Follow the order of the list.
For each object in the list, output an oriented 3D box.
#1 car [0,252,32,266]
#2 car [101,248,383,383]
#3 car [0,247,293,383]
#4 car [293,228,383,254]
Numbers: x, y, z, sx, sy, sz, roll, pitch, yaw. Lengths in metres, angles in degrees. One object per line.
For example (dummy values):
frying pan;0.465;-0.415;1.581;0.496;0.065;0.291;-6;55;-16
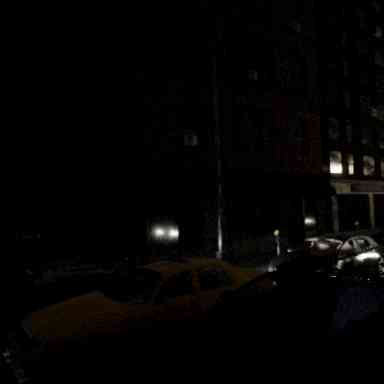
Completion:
car;-3.762;1.934;6.795;4.718;1.301;1.895;1;0;-22
car;1.332;1.721;4.032;4.181;1.385;1.994;0;-3;-39
car;-0.464;1.822;5.861;4.829;1.417;1.752;0;-3;-38
car;3.916;1.862;9.323;4.403;1.369;2.008;0;-3;-38
